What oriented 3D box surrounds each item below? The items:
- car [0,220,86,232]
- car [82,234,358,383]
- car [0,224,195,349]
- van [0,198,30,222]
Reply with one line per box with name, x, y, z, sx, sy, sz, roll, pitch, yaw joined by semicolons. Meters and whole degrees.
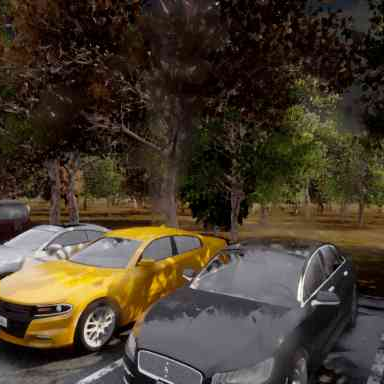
car;-3.380;1.522;8.164;2.002;1.452;4.674;0;0;35
car;1.162;1.482;4.938;2.231;1.521;4.892;0;0;35
car;-1.108;1.481;6.551;2.097;1.535;5.008;0;0;35
van;-7.987;1.256;11.295;1.878;1.987;4.442;0;0;35
